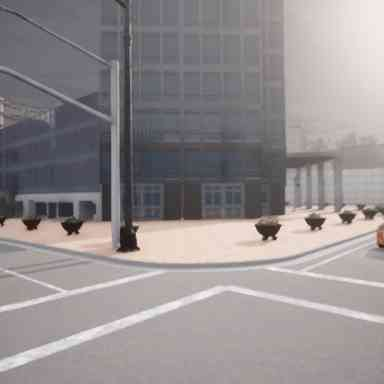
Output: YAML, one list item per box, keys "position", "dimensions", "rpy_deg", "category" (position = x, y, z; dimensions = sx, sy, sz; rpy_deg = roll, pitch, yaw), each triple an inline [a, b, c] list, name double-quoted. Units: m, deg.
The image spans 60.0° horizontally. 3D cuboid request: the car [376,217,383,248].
- position: [9.533, 1.436, 14.271]
  dimensions: [2.097, 1.767, 4.553]
  rpy_deg: [-1, -1, 42]
  category: "car"
